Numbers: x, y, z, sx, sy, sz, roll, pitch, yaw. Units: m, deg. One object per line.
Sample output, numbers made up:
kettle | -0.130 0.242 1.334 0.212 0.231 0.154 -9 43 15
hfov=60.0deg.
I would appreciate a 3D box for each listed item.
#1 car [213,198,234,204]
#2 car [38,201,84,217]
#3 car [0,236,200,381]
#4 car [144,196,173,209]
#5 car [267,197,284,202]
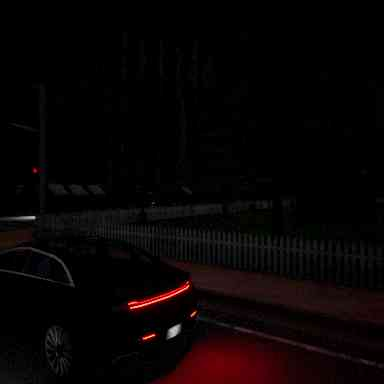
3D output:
car | 5.552 1.668 58.430 1.895 1.301 4.718 0 0 34
car | -12.451 1.564 31.904 1.994 1.385 4.181 0 0 34
car | -2.185 1.491 5.497 4.902 1.511 2.128 0 0 36
car | -4.492 1.353 43.695 2.097 1.767 4.553 0 0 34
car | 15.127 1.547 59.938 2.033 1.411 5.357 0 0 34
